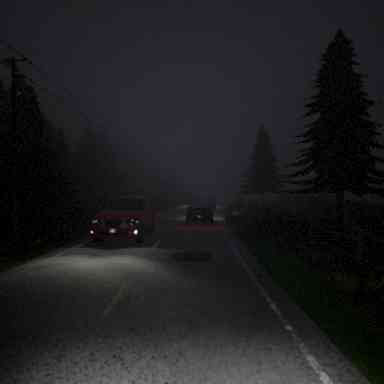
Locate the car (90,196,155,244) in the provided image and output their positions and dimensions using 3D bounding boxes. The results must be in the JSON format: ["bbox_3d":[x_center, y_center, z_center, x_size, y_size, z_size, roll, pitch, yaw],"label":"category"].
[{"bbox_3d":[-3.138,1.213,16.225,2.150,2.045,5.566,0,0,2],"label":"car"}]

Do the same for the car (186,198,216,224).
[{"bbox_3d":[0.624,1.465,24.521,1.882,1.535,5.008,0,0,3],"label":"car"}]
